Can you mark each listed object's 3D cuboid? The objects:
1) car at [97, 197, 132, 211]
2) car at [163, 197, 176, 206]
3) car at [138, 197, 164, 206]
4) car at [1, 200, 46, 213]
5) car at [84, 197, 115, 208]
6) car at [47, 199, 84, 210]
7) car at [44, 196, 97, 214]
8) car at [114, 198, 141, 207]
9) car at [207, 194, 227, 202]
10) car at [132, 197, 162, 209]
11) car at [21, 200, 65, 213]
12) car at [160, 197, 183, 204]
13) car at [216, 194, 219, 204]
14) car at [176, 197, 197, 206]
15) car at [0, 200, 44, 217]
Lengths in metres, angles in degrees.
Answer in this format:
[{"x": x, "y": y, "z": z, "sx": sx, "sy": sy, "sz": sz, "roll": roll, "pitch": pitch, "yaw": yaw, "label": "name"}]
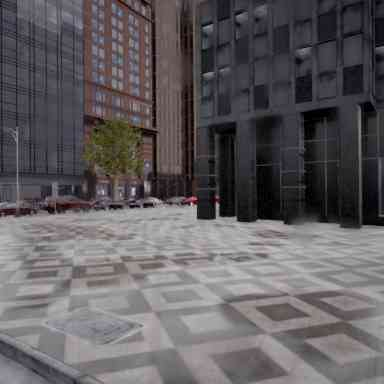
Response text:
[{"x": -9.632, "y": 1.525, "z": 39.133, "sx": 1.947, "sy": 1.339, "sz": 4.313, "roll": -1, "pitch": 0, "yaw": 35, "label": "car"}, {"x": -2.021, "y": 1.496, "z": 54.741, "sx": 2.033, "sy": 1.411, "sz": 5.357, "roll": -1, "pitch": 0, "yaw": 35, "label": "car"}, {"x": -7.117, "y": 1.545, "z": 57.760, "sx": 1.752, "sy": 1.417, "sz": 4.829, "roll": -1, "pitch": 0, "yaw": 35, "label": "car"}, {"x": -19.848, "y": 1.643, "z": 39.346, "sx": 1.947, "sy": 1.339, "sz": 4.313, "roll": -1, "pitch": 0, "yaw": 35, "label": "car"}, {"x": -13.436, "y": 1.485, "z": 48.623, "sx": 1.967, "sy": 1.590, "sz": 4.097, "roll": -1, "pitch": 0, "yaw": 35, "label": "car"}, {"x": -16.641, "y": 1.643, "z": 43.984, "sx": 1.802, "sy": 1.307, "sz": 4.206, "roll": -1, "pitch": 0, "yaw": 35, "label": "car"}, {"x": -12.841, "y": 1.291, "z": 34.496, "sx": 2.192, "sy": 1.841, "sz": 5.009, "roll": -1, "pitch": 0, "yaw": 35, "label": "car"}, {"x": -10.227, "y": 1.614, "z": 53.262, "sx": 1.802, "sy": 1.307, "sz": 4.206, "roll": -1, "pitch": 0, "yaw": 35, "label": "car"}, {"x": 5.807, "y": 1.297, "z": 76.456, "sx": 2.192, "sy": 1.841, "sz": 5.009, "roll": -1, "pitch": 0, "yaw": 35, "label": "car"}, {"x": -6.426, "y": 1.510, "z": 43.770, "sx": 1.947, "sy": 1.339, "sz": 4.313, "roll": -1, "pitch": 0, "yaw": 35, "label": "car"}, {"x": -17.131, "y": 1.606, "z": 38.430, "sx": 1.994, "sy": 1.385, "sz": 4.181, "roll": -1, "pitch": 0, "yaw": 35, "label": "car"}, {"x": -3.813, "y": 1.575, "z": 62.539, "sx": 1.947, "sy": 1.339, "sz": 4.313, "roll": -1, "pitch": 0, "yaw": 35, "label": "car"}, {"x": 3.193, "y": 1.223, "z": 57.687, "sx": 2.192, "sy": 1.841, "sz": 5.009, "roll": -1, "pitch": 0, "yaw": 35, "label": "car"}, {"x": -0.012, "y": 1.463, "z": 53.047, "sx": 1.887, "sy": 1.381, "sz": 4.507, "roll": -1, "pitch": 0, "yaw": 35, "label": "car"}, {"x": -16.045, "y": 1.577, "z": 29.857, "sx": 1.802, "sy": 1.307, "sz": 4.206, "roll": -1, "pitch": 0, "yaw": 35, "label": "car"}]
